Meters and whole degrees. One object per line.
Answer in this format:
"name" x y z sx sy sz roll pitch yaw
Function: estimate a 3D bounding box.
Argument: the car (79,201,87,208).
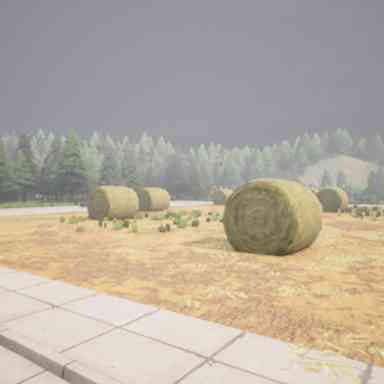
"car" -14.242 1.598 48.841 1.812 1.442 4.674 0 0 36
